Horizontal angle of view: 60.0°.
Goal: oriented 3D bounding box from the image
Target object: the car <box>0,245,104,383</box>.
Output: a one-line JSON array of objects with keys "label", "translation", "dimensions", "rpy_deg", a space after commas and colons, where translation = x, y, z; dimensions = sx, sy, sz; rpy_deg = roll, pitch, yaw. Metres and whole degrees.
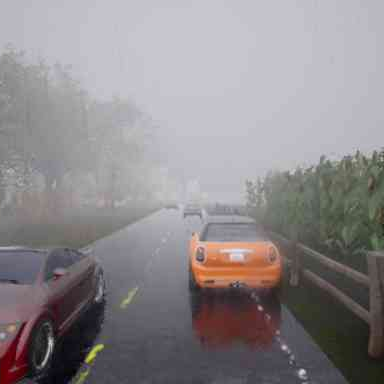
[{"label": "car", "translation": [-2.851, 1.607, 5.432], "dimensions": [1.994, 1.385, 4.181], "rpy_deg": [0, 0, 0]}]

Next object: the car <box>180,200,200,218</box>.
[{"label": "car", "translation": [0.073, 1.814, 33.545], "dimensions": [2.033, 1.411, 5.357], "rpy_deg": [0, -1, 0]}]

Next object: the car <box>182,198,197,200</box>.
[{"label": "car", "translation": [0.081, 1.728, 47.086], "dimensions": [2.097, 1.767, 4.553], "rpy_deg": [0, 0, 0]}]

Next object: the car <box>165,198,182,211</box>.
[{"label": "car", "translation": [-2.822, 1.983, 47.909], "dimensions": [1.895, 1.301, 4.718], "rpy_deg": [0, 0, 0]}]

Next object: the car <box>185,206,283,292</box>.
[{"label": "car", "translation": [0.964, 1.425, 9.259], "dimensions": [2.097, 1.767, 4.553], "rpy_deg": [0, 0, 0]}]
